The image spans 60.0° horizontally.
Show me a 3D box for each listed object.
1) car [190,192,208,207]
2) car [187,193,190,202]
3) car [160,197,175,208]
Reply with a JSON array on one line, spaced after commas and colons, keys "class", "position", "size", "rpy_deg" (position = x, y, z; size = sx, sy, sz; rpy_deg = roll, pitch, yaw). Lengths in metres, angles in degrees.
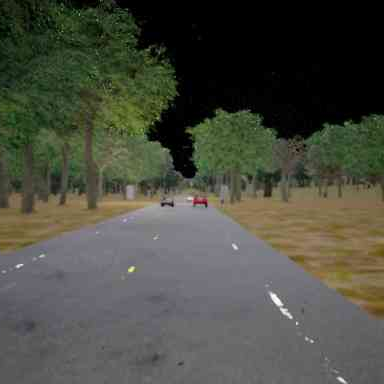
[{"class": "car", "position": [1.223, 1.189, 49.517], "size": [2.150, 2.045, 5.566], "rpy_deg": [0, 0, 0]}, {"class": "car", "position": [-0.002, 1.409, 69.009], "size": [1.895, 1.301, 4.718], "rpy_deg": [0, 0, 0]}, {"class": "car", "position": [-3.580, 1.443, 48.841], "size": [1.882, 1.535, 5.008], "rpy_deg": [0, 0, 0]}]
